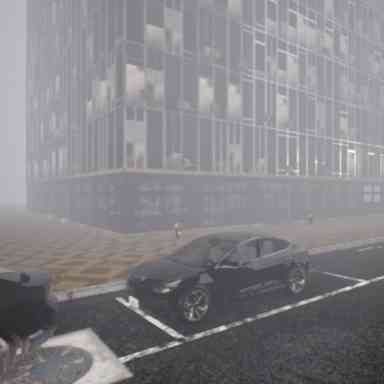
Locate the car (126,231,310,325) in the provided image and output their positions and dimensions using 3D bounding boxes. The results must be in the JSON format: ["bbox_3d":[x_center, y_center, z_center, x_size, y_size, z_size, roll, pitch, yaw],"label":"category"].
[{"bbox_3d":[0.752,1.556,7.104,4.313,1.339,1.947,0,0,-36],"label":"car"}]

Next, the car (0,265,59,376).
[{"bbox_3d":[-3.879,1.553,3.787,4.403,1.369,2.008,0,0,-36],"label":"car"}]
